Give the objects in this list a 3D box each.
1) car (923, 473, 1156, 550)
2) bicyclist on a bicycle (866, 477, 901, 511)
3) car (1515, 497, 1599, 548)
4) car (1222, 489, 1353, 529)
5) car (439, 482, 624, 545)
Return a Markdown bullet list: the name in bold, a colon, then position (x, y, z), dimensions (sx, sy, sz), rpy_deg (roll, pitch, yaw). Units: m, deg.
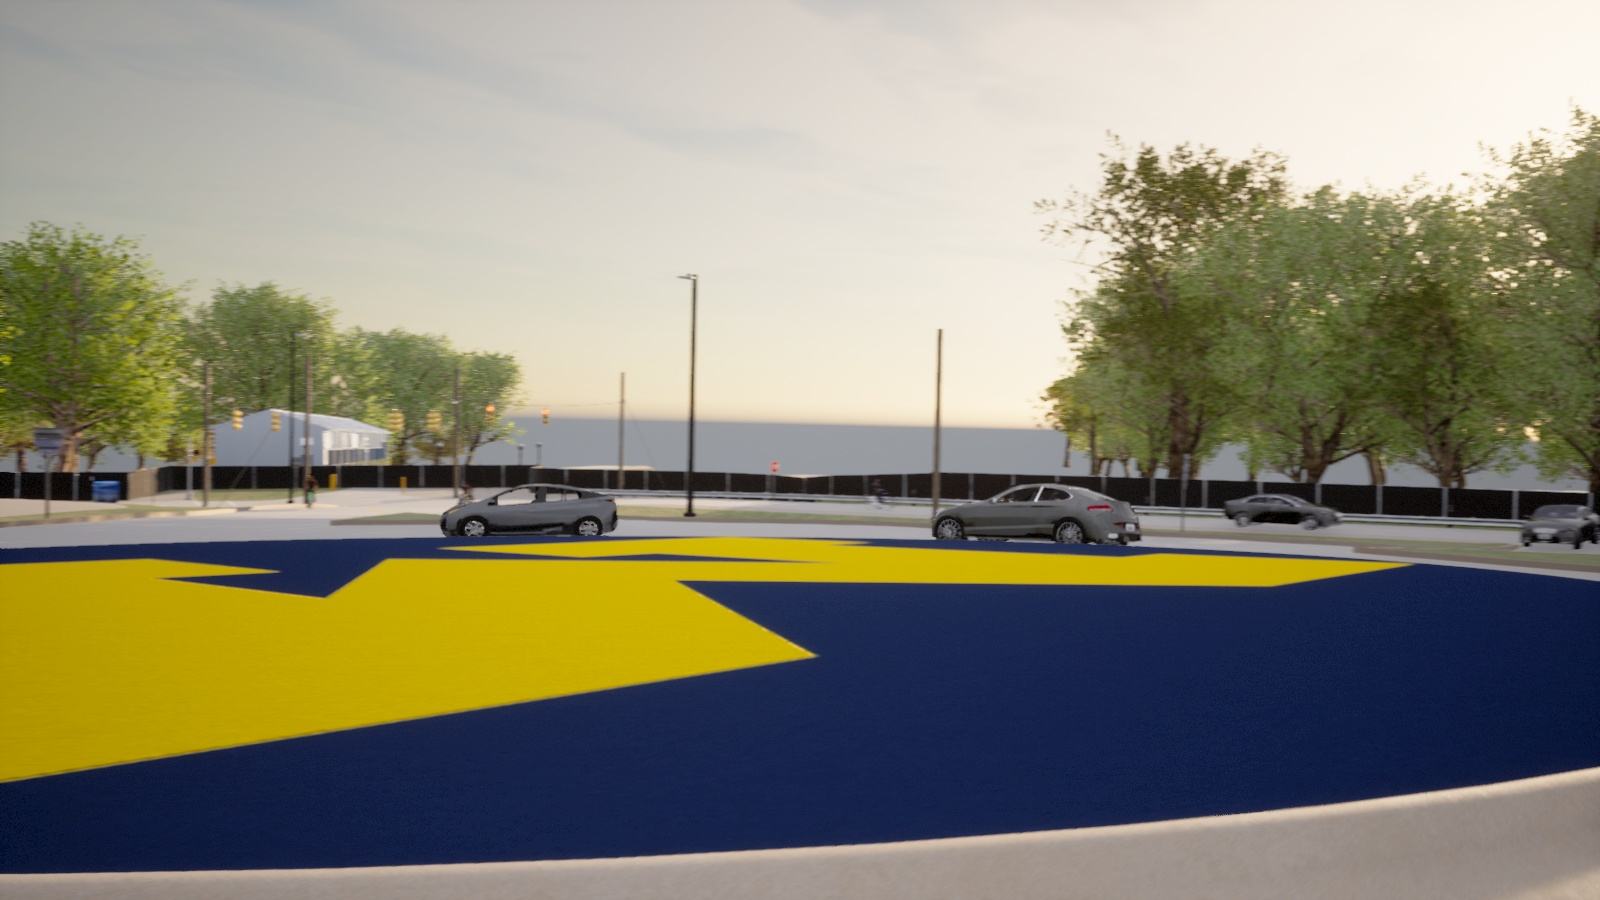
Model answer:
- **car**: position (5.641, 1.456, 29.994), dimensions (5.027, 1.651, 2.152), rpy_deg (-1, -5, 42)
- **bicyclist on a bicycle**: position (4.563, 2.401, 68.323), dimensions (1.843, 1.776, 0.659), rpy_deg (0, 0, 39)
- **car**: position (27.837, 2.585, 45.620), dimensions (2.128, 1.511, 4.902), rpy_deg (-1, 0, 43)
- **car**: position (21.146, 2.524, 54.583), dimensions (4.902, 1.511, 2.128), rpy_deg (0, 1, 40)
- **car**: position (-6.917, 1.620, 32.333), dimensions (4.514, 1.525, 2.007), rpy_deg (1, -2, -15)
